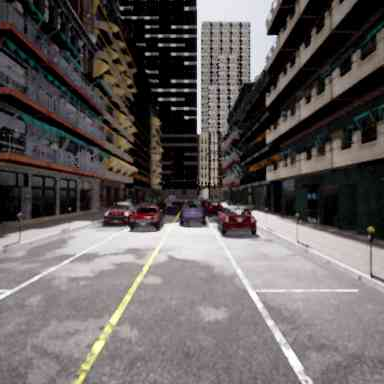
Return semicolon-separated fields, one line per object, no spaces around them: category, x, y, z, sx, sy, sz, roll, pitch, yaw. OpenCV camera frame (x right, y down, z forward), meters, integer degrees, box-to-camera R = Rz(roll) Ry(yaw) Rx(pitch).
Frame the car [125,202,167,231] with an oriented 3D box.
car;-2.870;1.631;21.809;1.812;1.442;4.674;0;0;0

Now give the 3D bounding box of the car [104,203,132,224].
car;-5.348;1.564;25.278;1.967;1.590;4.097;0;0;0

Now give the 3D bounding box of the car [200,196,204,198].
car;2.479;1.890;59.435;1.947;1.339;4.313;0;0;0

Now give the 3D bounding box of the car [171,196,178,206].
car;-2.864;1.952;63.505;1.895;1.301;4.718;0;0;0

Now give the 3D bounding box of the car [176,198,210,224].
car;0.059;1.558;25.985;2.033;1.649;4.856;0;0;0

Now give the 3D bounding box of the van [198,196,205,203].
van;2.436;1.872;87.883;1.690;1.788;3.998;0;0;0

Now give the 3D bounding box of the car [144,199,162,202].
car;-5.374;1.659;42.347;1.967;1.590;4.097;0;0;0

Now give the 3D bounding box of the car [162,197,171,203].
car;-5.401;1.890;59.416;1.947;1.339;4.313;0;0;0

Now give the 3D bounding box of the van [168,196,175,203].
van;-5.445;1.872;87.866;1.690;1.788;3.998;0;0;0

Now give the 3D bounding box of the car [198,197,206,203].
car;2.444;1.926;82.193;1.967;1.590;4.097;0;0;0

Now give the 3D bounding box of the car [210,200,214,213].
car;2.514;1.768;36.677;1.802;1.307;4.206;0;0;0

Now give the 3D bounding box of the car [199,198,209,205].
car;2.461;1.946;70.813;1.887;1.381;4.507;0;0;0

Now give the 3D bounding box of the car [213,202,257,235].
car;2.542;1.534;19.608;1.967;1.590;4.097;0;0;0

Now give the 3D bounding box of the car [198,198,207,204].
car;2.453;1.988;76.502;1.887;1.381;4.507;0;0;0

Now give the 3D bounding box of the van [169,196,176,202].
van;-5.453;1.918;93.555;1.690;1.788;3.998;0;0;0
